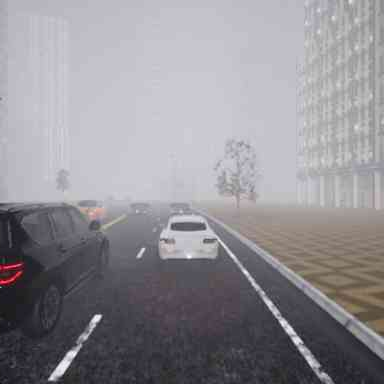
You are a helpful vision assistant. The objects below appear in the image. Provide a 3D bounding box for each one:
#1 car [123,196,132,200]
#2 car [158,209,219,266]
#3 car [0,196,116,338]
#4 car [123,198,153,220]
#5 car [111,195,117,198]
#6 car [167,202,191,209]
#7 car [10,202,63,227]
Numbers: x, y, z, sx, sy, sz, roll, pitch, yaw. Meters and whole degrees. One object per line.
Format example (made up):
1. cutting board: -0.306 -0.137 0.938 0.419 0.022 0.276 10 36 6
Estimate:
1. car: -12.625 1.430 65.587 2.033 1.411 5.357 0 0 -10
2. car: -0.157 1.508 11.408 1.812 1.442 4.674 0 0 -2
3. car: -3.274 1.214 6.707 2.150 2.045 5.566 0 0 -1
4. car: -4.263 1.507 27.235 2.033 1.411 5.357 0 0 -4
5. car: -15.815 1.390 64.941 1.837 1.490 4.892 0 0 -10
6. car: -1.014 1.504 27.341 2.033 1.411 5.357 0 0 -4
7. car: -10.707 1.497 23.314 1.812 1.442 4.674 0 0 -4
